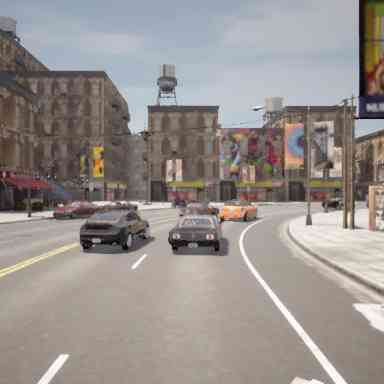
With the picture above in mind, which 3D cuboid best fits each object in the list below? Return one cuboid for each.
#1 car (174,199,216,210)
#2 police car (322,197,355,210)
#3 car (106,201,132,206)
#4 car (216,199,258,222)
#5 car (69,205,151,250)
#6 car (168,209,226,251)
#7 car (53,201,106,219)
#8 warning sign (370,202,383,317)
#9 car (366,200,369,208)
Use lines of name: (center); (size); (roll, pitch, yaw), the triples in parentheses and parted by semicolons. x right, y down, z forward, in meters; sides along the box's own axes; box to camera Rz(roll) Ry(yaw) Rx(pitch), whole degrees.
car: (0.714, 1.563, 28.299); (2.033, 1.411, 5.357); (0, 0, 24)
police car: (18.944, 1.425, 42.714); (5.238, 1.638, 1.930); (0, 0, -30)
car: (-7.733, 1.594, 34.201); (1.895, 1.301, 4.718); (0, 0, 30)
car: (3.888, 1.366, 26.822); (2.097, 1.767, 4.553); (0, 0, 24)
car: (-3.169, 1.517, 14.429); (1.837, 1.490, 4.892); (0, 0, 7)
car: (0.310, 1.616, 14.044); (1.895, 1.301, 4.718); (0, 0, 7)
car: (-9.898, 1.519, 28.895); (2.002, 1.452, 4.674); (0, 0, 20)
warning sign: (3.800, 1.114, 5.359); (1.300, 1.860, 1.060); (0, 0, 0)
car: (26.456, 1.351, 45.741); (4.553, 1.767, 2.097); (0, 0, -14)
